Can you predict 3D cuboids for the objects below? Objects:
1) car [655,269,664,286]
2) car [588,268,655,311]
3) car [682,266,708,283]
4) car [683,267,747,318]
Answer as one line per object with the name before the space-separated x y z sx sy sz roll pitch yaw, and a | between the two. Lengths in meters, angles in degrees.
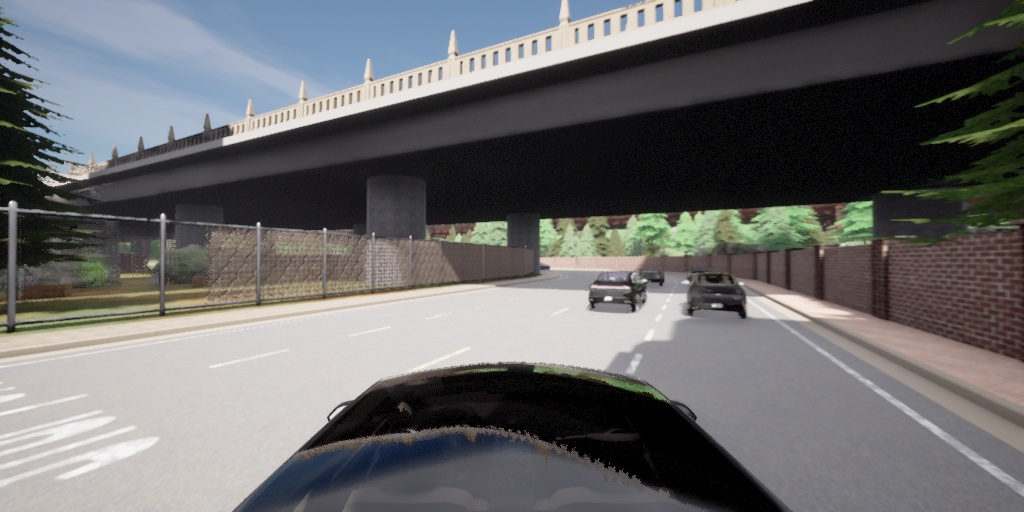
car | 11.103 1.634 28.686 1.895 1.301 4.718 0 -1 24
car | 4.648 1.388 15.438 2.128 1.511 4.902 0 -1 27
car | 14.332 1.508 27.369 2.128 1.511 4.902 0 -1 24
car | 7.788 1.382 13.891 1.837 1.490 4.892 0 0 27
